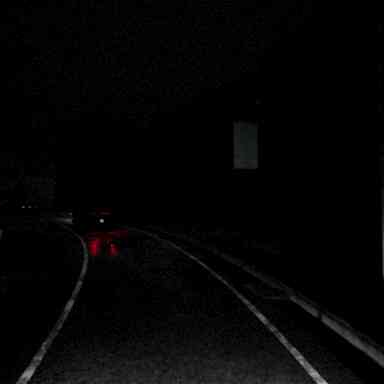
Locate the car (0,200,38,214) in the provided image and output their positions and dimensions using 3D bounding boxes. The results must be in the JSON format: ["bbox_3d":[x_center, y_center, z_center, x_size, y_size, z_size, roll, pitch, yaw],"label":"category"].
[{"bbox_3d":[-18.017,1.537,34.376,5.357,1.411,2.033,0,-1,37],"label":"car"}]

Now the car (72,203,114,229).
[{"bbox_3d":[-6.494,1.482,21.627,2.128,1.511,4.902,0,0,-30],"label":"car"}]
